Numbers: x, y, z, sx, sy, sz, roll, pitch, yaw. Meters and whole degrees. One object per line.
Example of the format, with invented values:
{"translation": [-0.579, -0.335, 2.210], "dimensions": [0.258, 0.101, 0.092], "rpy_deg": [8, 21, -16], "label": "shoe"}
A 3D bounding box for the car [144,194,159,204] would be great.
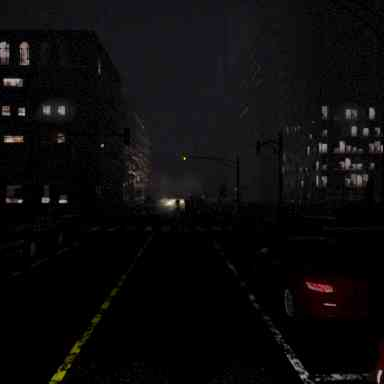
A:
{"translation": [-7.815, 1.510, 61.643], "dimensions": [1.947, 1.339, 4.313], "rpy_deg": [-1, 0, -2], "label": "car"}

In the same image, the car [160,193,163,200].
{"translation": [-8.399, 1.458, 78.570], "dimensions": [1.887, 1.381, 4.507], "rpy_deg": [-1, 0, -2], "label": "car"}

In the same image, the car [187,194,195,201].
{"translation": [-0.248, 1.341, 84.533], "dimensions": [1.967, 1.590, 4.097], "rpy_deg": [-1, 0, -2], "label": "car"}

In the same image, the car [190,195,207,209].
{"translation": [1.110, 1.513, 45.036], "dimensions": [1.887, 1.381, 4.507], "rpy_deg": [-1, 0, -2], "label": "car"}

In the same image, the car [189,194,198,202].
{"translation": [0.914, 1.401, 50.678], "dimensions": [1.967, 1.590, 4.097], "rpy_deg": [-1, 0, -2], "label": "car"}

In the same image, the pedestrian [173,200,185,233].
{"translation": [-0.730, 1.287, 18.102], "dimensions": [0.375, 1.860, 0.375], "rpy_deg": [-1, 1, -2], "label": "pedestrian"}

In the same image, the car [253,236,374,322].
{"translation": [2.456, 1.579, 6.996], "dimensions": [1.802, 1.307, 4.206], "rpy_deg": [-1, 0, -2], "label": "car"}

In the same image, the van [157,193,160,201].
{"translation": [-8.013, 1.276, 67.285], "dimensions": [1.690, 1.788, 3.998], "rpy_deg": [-1, 0, -2], "label": "van"}

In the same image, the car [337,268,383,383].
{"translation": [2.648, 1.544, 1.418], "dimensions": [1.887, 1.381, 4.507], "rpy_deg": [-1, 0, -2], "label": "car"}

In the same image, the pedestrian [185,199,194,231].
{"translation": [-0.233, 1.286, 19.321], "dimensions": [0.375, 1.860, 0.375], "rpy_deg": [-1, 1, -2], "label": "pedestrian"}

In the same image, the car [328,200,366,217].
{"translation": [15.255, 1.548, 31.123], "dimensions": [4.892, 1.490, 1.837], "rpy_deg": [0, 1, -1], "label": "car"}

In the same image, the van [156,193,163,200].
{"translation": [-8.791, 1.229, 89.857], "dimensions": [1.690, 1.788, 3.998], "rpy_deg": [-1, 0, -2], "label": "van"}

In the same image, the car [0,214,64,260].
{"translation": [-6.111, 1.546, 12.248], "dimensions": [2.008, 1.369, 4.403], "rpy_deg": [-1, 0, -2], "label": "car"}

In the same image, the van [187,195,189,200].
{"translation": [0.524, 1.285, 61.963], "dimensions": [1.690, 1.788, 3.998], "rpy_deg": [-1, 0, -2], "label": "van"}

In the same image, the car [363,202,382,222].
{"translation": [15.873, 1.690, 25.220], "dimensions": [4.403, 1.369, 2.008], "rpy_deg": [0, 1, -1], "label": "car"}

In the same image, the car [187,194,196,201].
{"translation": [-0.059, 1.353, 78.890], "dimensions": [1.967, 1.590, 4.097], "rpy_deg": [-1, 0, -2], "label": "car"}

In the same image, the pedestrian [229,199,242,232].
{"translation": [2.473, 1.287, 18.814], "dimensions": [0.375, 1.860, 0.375], "rpy_deg": [-1, 1, -2], "label": "pedestrian"}

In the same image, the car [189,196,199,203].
{"translation": [0.331, 1.479, 67.606], "dimensions": [1.887, 1.381, 4.507], "rpy_deg": [-1, 0, -2], "label": "car"}
